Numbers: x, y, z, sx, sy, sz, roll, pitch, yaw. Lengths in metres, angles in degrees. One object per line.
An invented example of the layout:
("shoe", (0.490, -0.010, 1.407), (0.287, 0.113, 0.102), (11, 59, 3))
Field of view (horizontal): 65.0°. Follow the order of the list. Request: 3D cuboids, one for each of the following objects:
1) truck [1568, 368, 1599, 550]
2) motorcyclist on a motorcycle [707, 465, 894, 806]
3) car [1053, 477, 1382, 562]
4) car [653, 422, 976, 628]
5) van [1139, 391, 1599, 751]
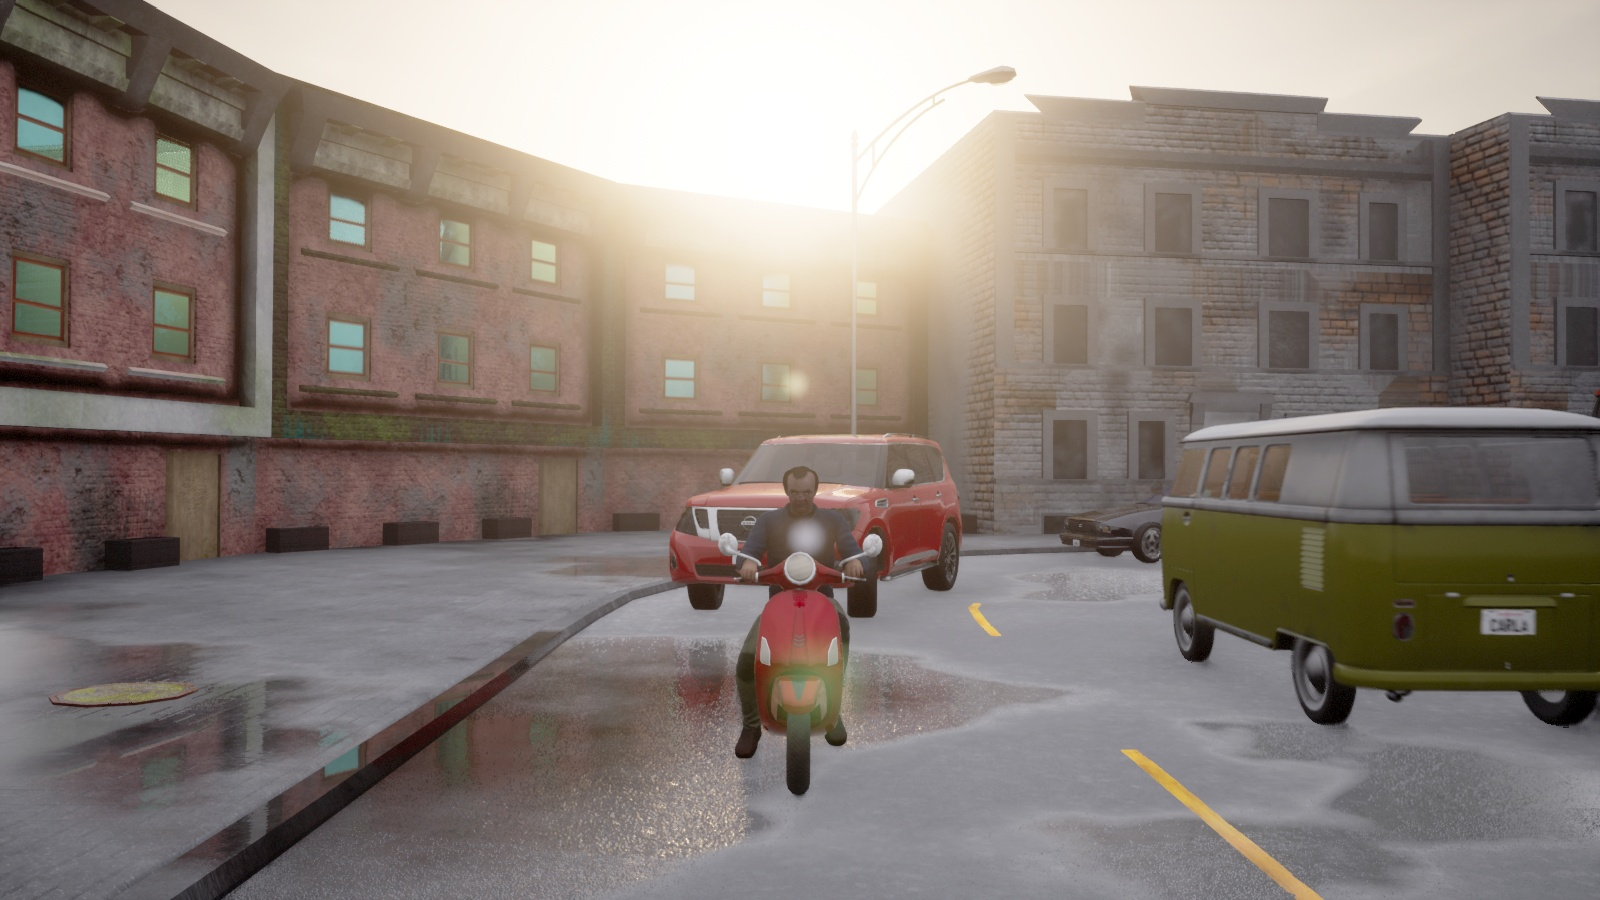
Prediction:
("truck", (19.178, 0.148, 23.393), (7.936, 3.462, 2.891), (0, -1, 0))
("motorcyclist on a motorcycle", (0.009, 0.882, 6.778), (0.866, 1.590, 1.817), (0, -1, 1))
("car", (7.528, 1.216, 22.841), (5.357, 1.411, 2.033), (0, -1, -11))
("car", (0.457, 0.792, 15.438), (2.150, 2.045, 5.566), (-1, -1, 21))
("van", (3.979, 0.705, 9.188), (1.775, 1.987, 4.442), (0, -1, 0))
